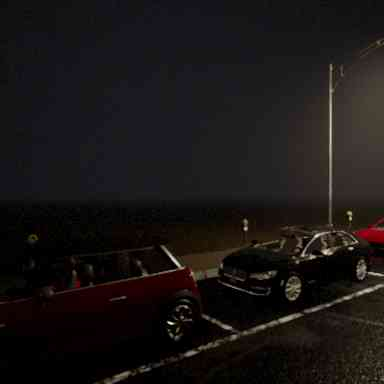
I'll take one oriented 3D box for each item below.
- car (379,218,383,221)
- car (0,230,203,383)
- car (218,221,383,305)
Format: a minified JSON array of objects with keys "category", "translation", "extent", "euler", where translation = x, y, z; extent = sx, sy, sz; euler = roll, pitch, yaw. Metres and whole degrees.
[{"category":"car","translation":[7.109,1.476,11.160],"extent":[4.507,1.381,1.887],"euler":[0,1,-35]},{"category":"car","translation":[-1.905,1.434,4.728],"extent":[4.097,1.590,1.967],"euler":[0,1,-35]},{"category":"car","translation":[2.602,1.513,7.945],"extent":[4.403,1.369,2.008],"euler":[0,1,-35]}]
